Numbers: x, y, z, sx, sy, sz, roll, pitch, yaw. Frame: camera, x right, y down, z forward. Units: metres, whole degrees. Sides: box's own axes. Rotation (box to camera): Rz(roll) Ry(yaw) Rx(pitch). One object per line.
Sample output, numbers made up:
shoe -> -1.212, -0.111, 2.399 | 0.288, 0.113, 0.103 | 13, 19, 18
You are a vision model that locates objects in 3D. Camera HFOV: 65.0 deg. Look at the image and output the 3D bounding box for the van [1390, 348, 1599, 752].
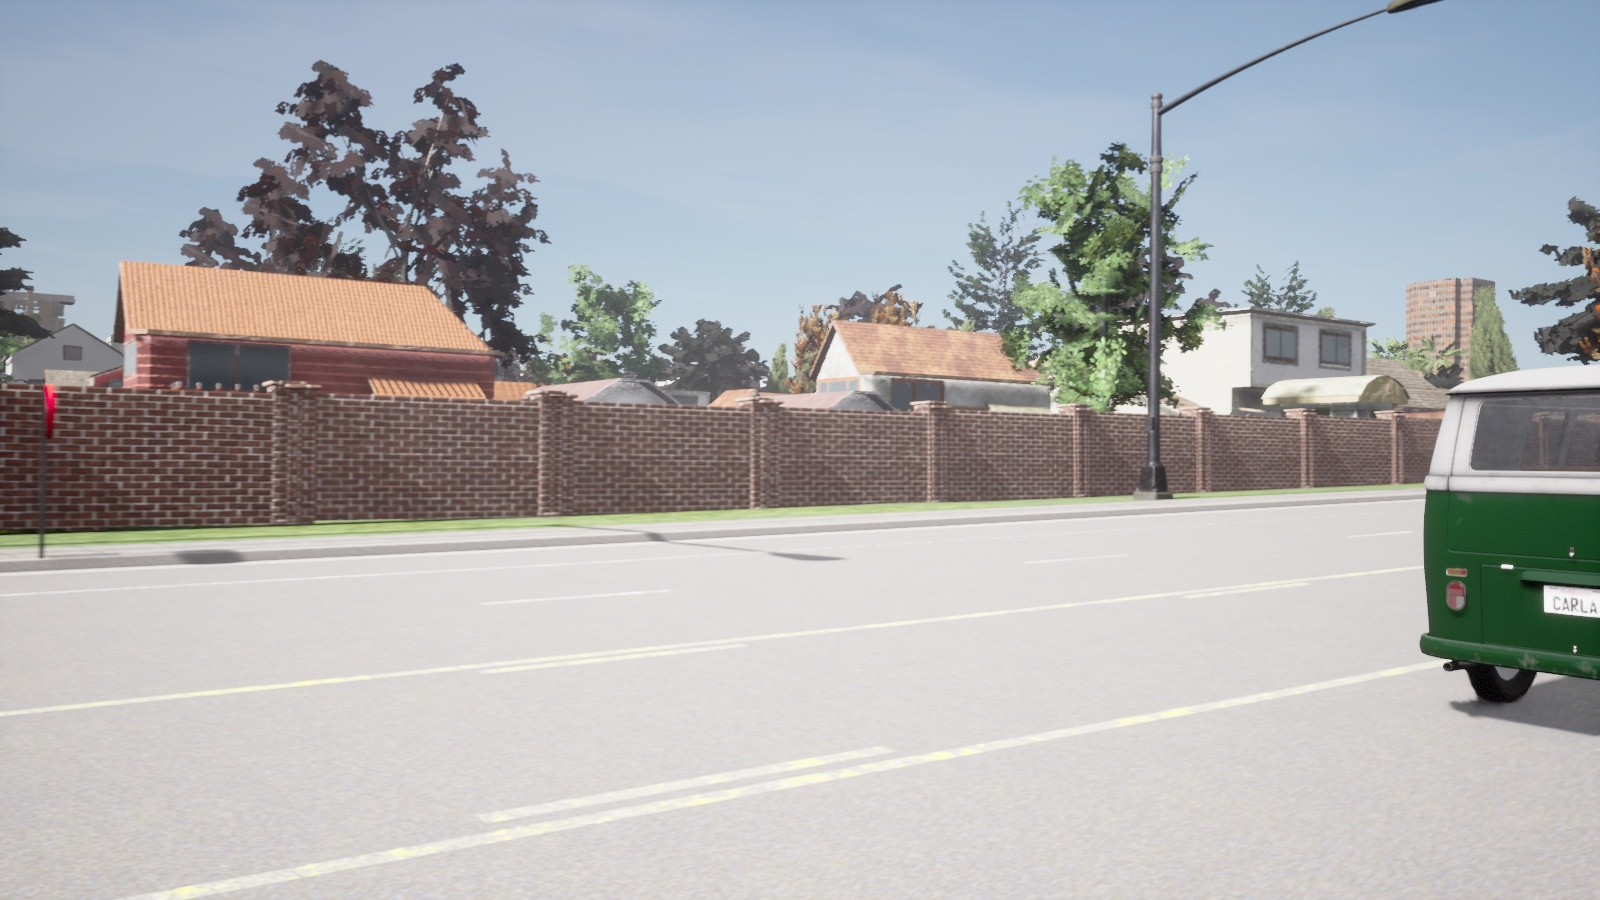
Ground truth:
van -> 5.653, 0.476, 7.592 | 4.442, 1.987, 1.775 | -1, 0, -35
